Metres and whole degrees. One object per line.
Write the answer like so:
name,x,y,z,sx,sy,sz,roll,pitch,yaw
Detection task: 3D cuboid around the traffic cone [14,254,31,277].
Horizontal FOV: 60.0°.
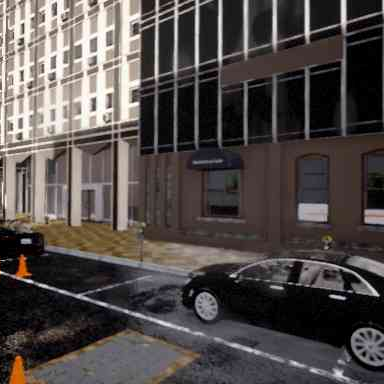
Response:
traffic cone,-4.796,2.066,9.429,0.340,0.580,0.340,0,-1,37

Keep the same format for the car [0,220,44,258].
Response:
car,-7.243,1.704,12.480,4.313,1.339,1.947,0,-1,37

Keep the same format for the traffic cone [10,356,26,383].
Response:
traffic cone,-1.797,1.998,3.429,0.340,0.580,0.340,0,-1,37

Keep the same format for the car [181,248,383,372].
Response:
car,1.792,1.653,5.699,4.403,1.369,2.008,0,-1,37
